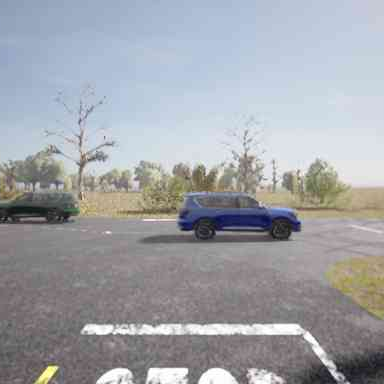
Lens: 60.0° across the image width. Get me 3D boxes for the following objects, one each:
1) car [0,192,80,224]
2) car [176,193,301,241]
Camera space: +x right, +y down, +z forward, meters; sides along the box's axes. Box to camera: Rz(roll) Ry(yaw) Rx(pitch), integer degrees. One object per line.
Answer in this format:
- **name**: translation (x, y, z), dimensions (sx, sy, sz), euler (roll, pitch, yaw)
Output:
- **car**: translation (-10.360, 0.997, 22.058), dimensions (5.566, 2.045, 2.150), euler (0, 1, -2)
- **car**: translation (2.071, 1.076, 15.331), dimensions (5.566, 2.045, 2.150), euler (0, 1, -1)
